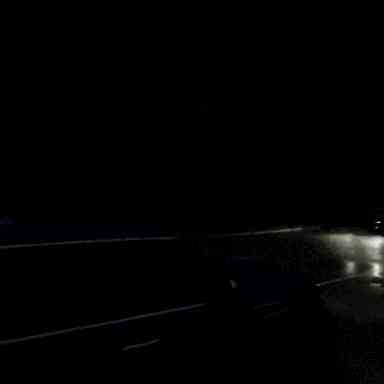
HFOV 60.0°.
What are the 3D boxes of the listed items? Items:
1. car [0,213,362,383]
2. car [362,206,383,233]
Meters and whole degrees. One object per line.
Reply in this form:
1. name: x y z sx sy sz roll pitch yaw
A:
1. car: -1.020 1.221 2.999 5.566 2.045 2.150 1 0 -35
2. car: 11.710 1.552 19.874 5.008 1.535 1.882 0 0 -30
